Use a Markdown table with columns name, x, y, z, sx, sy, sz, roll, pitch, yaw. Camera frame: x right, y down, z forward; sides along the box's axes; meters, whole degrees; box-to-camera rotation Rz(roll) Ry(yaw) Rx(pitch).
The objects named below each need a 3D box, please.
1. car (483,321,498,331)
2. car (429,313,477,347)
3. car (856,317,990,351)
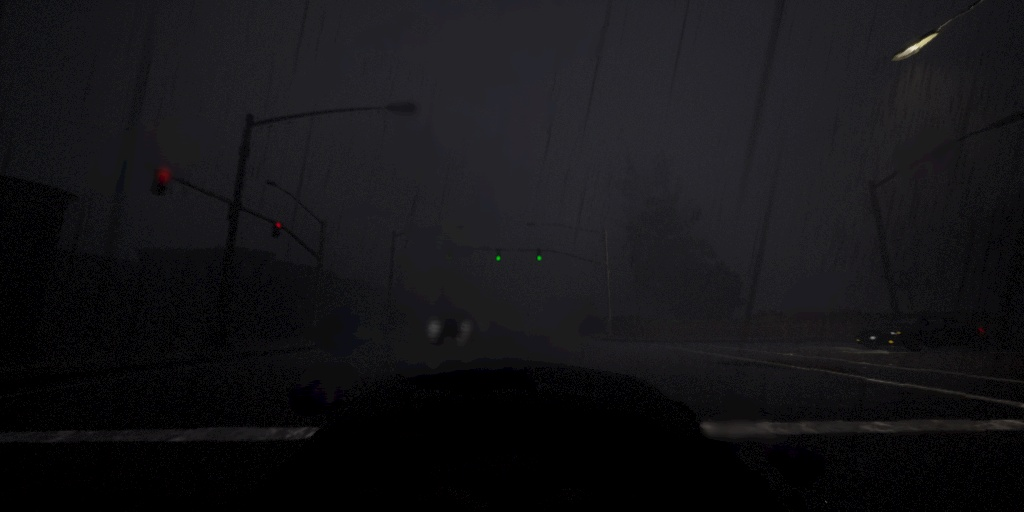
| name | x | y | z | sx | sy | sz | roll | pitch | yaw |
| --- | --- | --- | --- | --- | --- | --- | --- | --- | --- |
| car | -3.331 | 10.817 | 55.812 | 1.837 | 1.490 | 4.892 | 0 | -11 | 0 |
| car | -3.056 | 3.890 | 19.425 | 2.097 | 1.767 | 4.553 | 0 | -11 | -1 |
| car | 17.612 | 3.346 | 15.558 | 4.181 | 1.385 | 1.994 | 0 | -11 | 0 |
